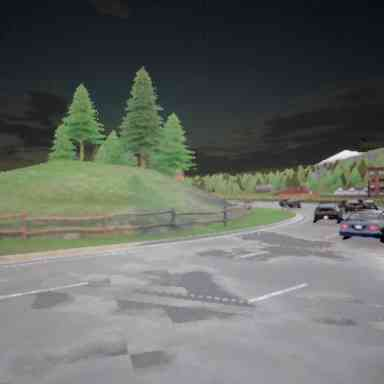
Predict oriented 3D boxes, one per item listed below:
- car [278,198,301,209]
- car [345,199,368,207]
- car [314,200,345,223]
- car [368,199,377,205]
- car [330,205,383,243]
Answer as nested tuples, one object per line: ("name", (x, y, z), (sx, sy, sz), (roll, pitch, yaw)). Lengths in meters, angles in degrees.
("car", (14.240, 1.689, 48.788), (1.837, 1.490, 4.892), (1, 0, -8))
("car", (17.751, 1.613, 37.661), (1.837, 1.490, 4.892), (0, 0, 9))
("car", (10.715, 1.587, 26.076), (1.837, 1.490, 4.892), (1, 0, 27))
("car", (21.577, 1.635, 41.945), (1.812, 1.442, 4.674), (0, 0, 2))
("car", (8.884, 1.590, 16.520), (2.033, 1.411, 5.357), (0, 0, 39))
